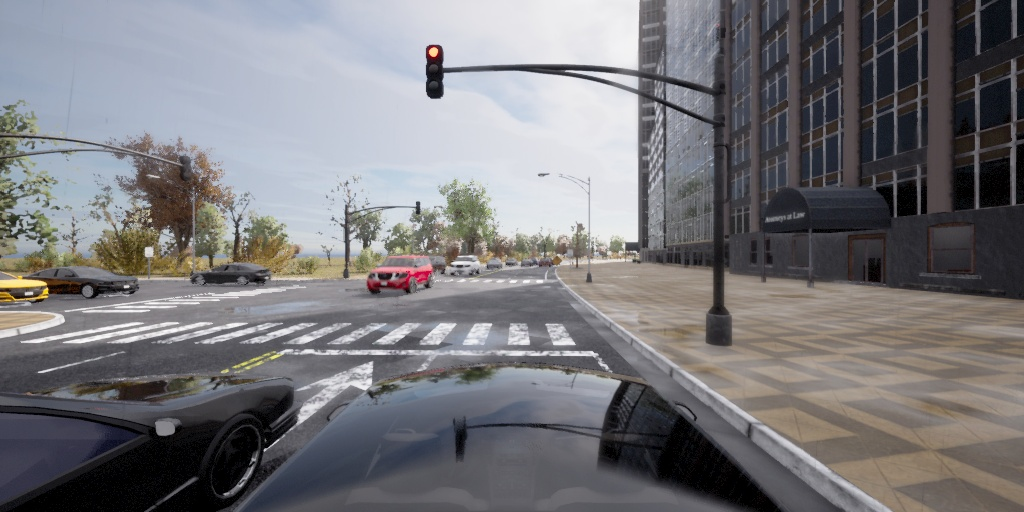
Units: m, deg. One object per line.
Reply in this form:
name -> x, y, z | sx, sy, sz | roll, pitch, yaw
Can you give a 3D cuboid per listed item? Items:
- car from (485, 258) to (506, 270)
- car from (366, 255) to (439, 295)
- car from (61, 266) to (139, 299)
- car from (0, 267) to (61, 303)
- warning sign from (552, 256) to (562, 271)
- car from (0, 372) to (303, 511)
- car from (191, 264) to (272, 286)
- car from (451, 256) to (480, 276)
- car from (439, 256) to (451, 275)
car -> -2.615, 1.276, 53.940 | 1.812, 1.442, 4.674 | 0, 0, 8
car -> -6.033, 0.967, 20.081 | 2.150, 2.045, 5.566 | 0, 0, 3
car -> -21.836, 1.275, 18.162 | 5.008, 1.535, 1.882 | 0, 0, 4
car -> -22.477, 1.288, 14.941 | 5.008, 1.535, 1.882 | 0, 0, 3
warning sign -> 5.511, 0.868, 43.966 | 1.300, 1.860, 1.060 | 0, 0, 7
car -> -3.127, 1.298, 1.264 | 2.033, 1.411, 5.357 | 0, 0, 1
car -> -19.206, 1.271, 24.637 | 4.892, 1.490, 1.837 | 0, 1, 2
car -> -4.737, 0.970, 36.782 | 2.150, 2.045, 5.566 | 0, 0, 5
car -> -8.140, 0.968, 35.438 | 2.150, 2.045, 5.566 | 0, 0, 6
